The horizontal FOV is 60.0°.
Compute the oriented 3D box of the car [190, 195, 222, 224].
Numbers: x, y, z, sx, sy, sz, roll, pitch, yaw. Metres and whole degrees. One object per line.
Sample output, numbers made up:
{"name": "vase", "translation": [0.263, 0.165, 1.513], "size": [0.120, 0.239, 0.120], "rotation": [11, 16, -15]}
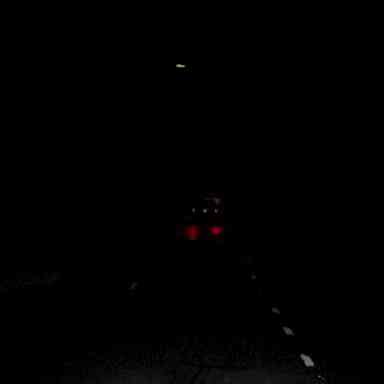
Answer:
{"name": "car", "translation": [1.030, 1.318, 24.994], "size": [2.097, 1.767, 4.553], "rotation": [0, 0, 4]}

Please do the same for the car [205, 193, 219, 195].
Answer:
{"name": "car", "translation": [2.573, 1.146, 42.245], "size": [2.150, 2.045, 5.566], "rotation": [0, 0, 6]}
